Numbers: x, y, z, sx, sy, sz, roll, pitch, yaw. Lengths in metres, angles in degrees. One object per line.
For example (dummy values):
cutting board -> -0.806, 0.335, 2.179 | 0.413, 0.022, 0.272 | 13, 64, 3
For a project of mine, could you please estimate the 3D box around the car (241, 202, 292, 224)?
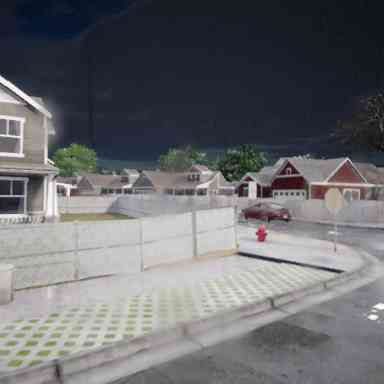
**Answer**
car -> 5.407, 1.474, 24.470 | 1.812, 1.442, 4.674 | 1, 0, -23
